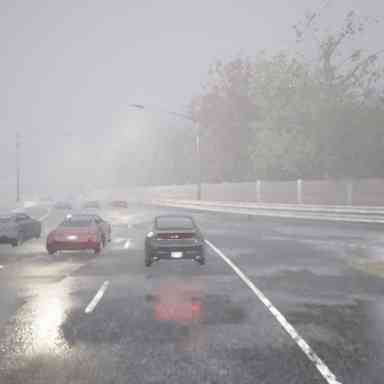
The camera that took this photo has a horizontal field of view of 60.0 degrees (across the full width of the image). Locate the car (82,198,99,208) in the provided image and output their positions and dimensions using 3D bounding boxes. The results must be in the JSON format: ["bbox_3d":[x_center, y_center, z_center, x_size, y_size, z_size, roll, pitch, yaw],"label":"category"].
[{"bbox_3d":[-13.945,1.580,45.616,1.812,1.442,4.674,0,0,-25],"label":"car"}]

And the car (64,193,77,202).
[{"bbox_3d":[-27.574,1.147,75.243,2.150,2.045,5.566,0,0,-29],"label":"car"}]

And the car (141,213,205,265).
[{"bbox_3d":[-0.702,1.508,11.710,1.837,1.490,4.892,0,0,-7],"label":"car"}]

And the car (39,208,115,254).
[{"bbox_3d":[-4.514,1.582,13.771,1.994,1.385,4.181,0,0,-8],"label":"car"}]

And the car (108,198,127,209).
[{"bbox_3d":[-10.376,1.519,46.262,1.882,1.535,5.008,0,0,-24],"label":"car"}]

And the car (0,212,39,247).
[{"bbox_3d":[-8.272,1.596,15.077,1.994,1.385,4.181,0,0,-8],"label":"car"}]

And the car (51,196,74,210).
[{"bbox_3d":[-17.737,1.633,45.526,1.994,1.385,4.181,0,0,-25],"label":"car"}]

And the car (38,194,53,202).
[{"bbox_3d":[-32.036,1.294,73.137,2.097,1.767,4.553,0,0,-45],"label":"car"}]
